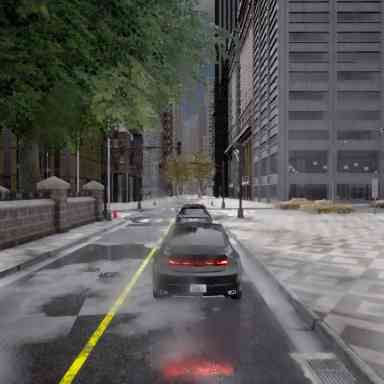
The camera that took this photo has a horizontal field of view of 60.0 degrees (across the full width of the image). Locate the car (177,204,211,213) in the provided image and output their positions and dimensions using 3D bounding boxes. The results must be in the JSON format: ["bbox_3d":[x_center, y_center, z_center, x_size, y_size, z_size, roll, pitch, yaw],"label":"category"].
[{"bbox_3d":[0.101,1.441,18.601,2.033,1.649,4.856,0,0,1],"label":"car"}]

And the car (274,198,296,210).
[{"bbox_3d":[12.111,1.330,39.054,4.829,1.417,1.752,-1,1,0],"label":"car"}]

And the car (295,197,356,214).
[{"bbox_3d":[12.411,1.343,30.527,4.829,1.417,1.752,-1,1,0],"label":"car"}]

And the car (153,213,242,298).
[{"bbox_3d":[0.114,1.508,8.471,1.837,1.490,4.892,0,0,0],"label":"car"}]

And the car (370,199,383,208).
[{"bbox_3d":[23.452,1.146,38.988,4.829,1.417,1.752,-1,1,0],"label":"car"}]
